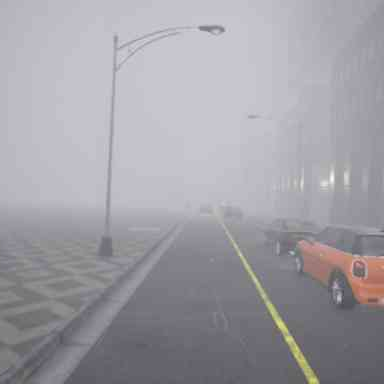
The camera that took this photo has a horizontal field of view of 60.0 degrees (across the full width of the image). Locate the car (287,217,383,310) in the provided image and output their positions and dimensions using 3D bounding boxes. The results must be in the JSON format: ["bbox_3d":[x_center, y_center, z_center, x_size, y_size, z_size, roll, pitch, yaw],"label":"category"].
[{"bbox_3d":[4.153,1.637,8.554,2.097,1.767,4.553,2,-1,3],"label":"car"}]

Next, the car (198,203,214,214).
[{"bbox_3d":[1.905,2.237,45.291,2.033,1.411,5.357,2,-1,3],"label":"car"}]

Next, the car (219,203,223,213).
[{"bbox_3d":[5.122,2.390,50.037,2.128,1.511,4.902,2,-1,3],"label":"car"}]

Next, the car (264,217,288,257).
[{"bbox_3d":[4.421,1.851,14.575,1.882,1.535,5.008,2,-1,3],"label":"car"}]

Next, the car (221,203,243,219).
[{"bbox_3d":[4.583,2.296,37.644,1.895,1.301,4.718,2,-1,3],"label":"car"}]
